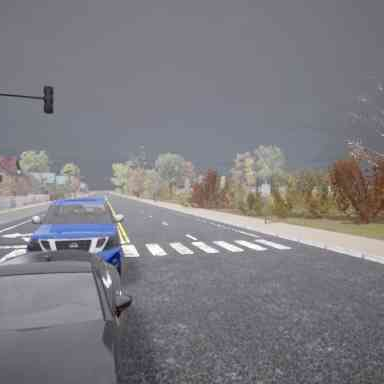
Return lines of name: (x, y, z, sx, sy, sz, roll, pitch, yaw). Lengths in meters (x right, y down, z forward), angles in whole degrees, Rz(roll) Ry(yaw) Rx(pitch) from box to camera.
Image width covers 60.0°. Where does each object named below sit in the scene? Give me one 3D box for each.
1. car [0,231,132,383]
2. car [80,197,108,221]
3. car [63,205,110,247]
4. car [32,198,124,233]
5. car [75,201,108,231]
car: (-1.734, 1.524, 3.941, 1.812, 1.442, 4.674, 0, 0, -13)
car: (-8.069, 1.332, 27.605, 2.097, 1.767, 4.553, 0, 0, -15)
car: (-4.985, 1.495, 16.115, 1.837, 1.490, 4.892, 0, 0, -15)
car: (-3.350, 1.216, 10.036, 2.150, 2.045, 5.566, 0, 0, -15)
car: (-6.531, 1.463, 21.866, 1.882, 1.535, 5.008, 0, 0, -15)
